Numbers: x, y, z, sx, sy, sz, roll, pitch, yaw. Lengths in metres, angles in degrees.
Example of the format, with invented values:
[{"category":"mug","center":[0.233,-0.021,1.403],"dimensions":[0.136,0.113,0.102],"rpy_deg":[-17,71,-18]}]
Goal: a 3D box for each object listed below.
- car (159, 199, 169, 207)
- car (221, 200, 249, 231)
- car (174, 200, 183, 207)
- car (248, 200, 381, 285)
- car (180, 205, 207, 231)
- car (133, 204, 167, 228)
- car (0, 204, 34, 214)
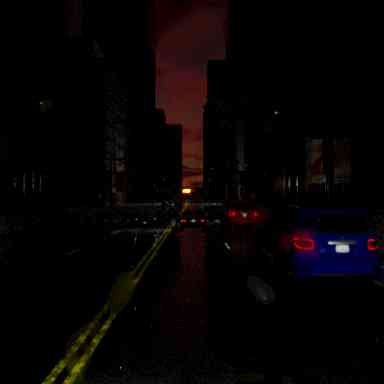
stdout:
[{"category":"car","center":[-6.488,2.721,79.420],"dimensions":[1.837,1.490,4.892],"rpy_deg":[0,-1,0]},{"category":"car","center":[3.354,1.588,23.794],"dimensions":[2.150,2.045,5.566],"rpy_deg":[0,-1,0]},{"category":"car","center":[-3.238,2.699,79.420],"dimensions":[1.882,1.535,5.008],"rpy_deg":[0,-1,0]},{"category":"car","center":[3.354,1.380,10.083],"dimensions":[2.150,2.045,5.566],"rpy_deg":[0,-1,0]},{"category":"car","center":[0.103,1.912,23.676],"dimensions":[2.033,1.411,5.357],"rpy_deg":[0,-1,0]},{"category":"car","center":[-3.275,1.919,25.614],"dimensions":[1.812,1.442,4.674],"rpy_deg":[0,-1,1]},{"category":"car","center":[-23.564,2.234,44.644],"dimensions":[4.403,1.369,2.008],"rpy_deg":[0,-1,0]}]
